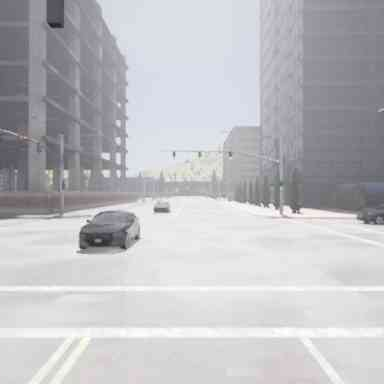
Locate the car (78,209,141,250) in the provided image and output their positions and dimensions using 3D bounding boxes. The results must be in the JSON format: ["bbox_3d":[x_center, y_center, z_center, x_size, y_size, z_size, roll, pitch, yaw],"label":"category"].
[{"bbox_3d":[-3.509,1.561,14.907,1.882,1.535,5.008,0,0,0],"label":"car"}]

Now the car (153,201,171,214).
[{"bbox_3d":[-3.521,1.769,39.715,2.033,1.411,5.357,0,0,0],"label":"car"}]

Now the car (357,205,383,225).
[{"bbox_3d":[14.879,1.643,24.749,4.892,1.490,1.837,0,0,-1],"label":"car"}]
